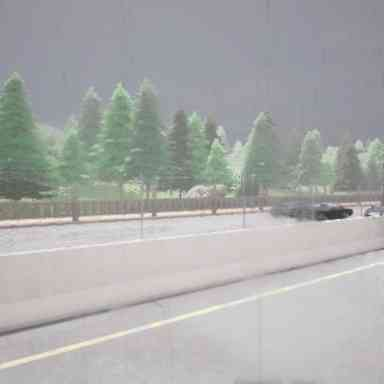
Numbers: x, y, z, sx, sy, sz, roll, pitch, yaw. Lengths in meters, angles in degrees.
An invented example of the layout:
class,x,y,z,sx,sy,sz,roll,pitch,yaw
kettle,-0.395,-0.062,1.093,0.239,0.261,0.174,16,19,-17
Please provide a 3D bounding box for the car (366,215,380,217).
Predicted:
class,x,y,z,sx,sy,sz,roll,pitch,yaw
car,13.295,1.294,22.065,4.902,1.511,2.128,-1,0,-35
